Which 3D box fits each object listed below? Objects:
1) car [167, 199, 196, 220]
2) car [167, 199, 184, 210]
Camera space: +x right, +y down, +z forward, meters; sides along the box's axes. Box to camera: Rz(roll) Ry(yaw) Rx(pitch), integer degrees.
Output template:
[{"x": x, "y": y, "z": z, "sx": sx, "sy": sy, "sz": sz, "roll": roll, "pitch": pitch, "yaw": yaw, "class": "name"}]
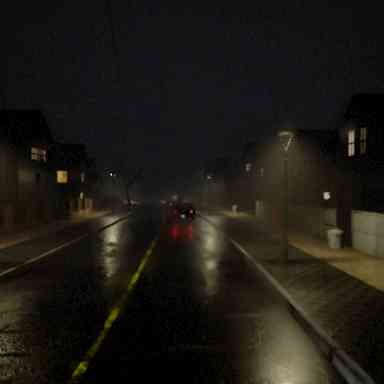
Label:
[{"x": -0.809, "y": 1.511, "z": 26.737, "sx": 1.895, "sy": 1.301, "sz": 4.718, "roll": 0, "pitch": 0, "yaw": -4, "class": "car"}, {"x": -2.149, "y": 1.523, "z": 42.116, "sx": 1.895, "sy": 1.301, "sz": 4.718, "roll": 0, "pitch": 0, "yaw": -6, "class": "car"}]
